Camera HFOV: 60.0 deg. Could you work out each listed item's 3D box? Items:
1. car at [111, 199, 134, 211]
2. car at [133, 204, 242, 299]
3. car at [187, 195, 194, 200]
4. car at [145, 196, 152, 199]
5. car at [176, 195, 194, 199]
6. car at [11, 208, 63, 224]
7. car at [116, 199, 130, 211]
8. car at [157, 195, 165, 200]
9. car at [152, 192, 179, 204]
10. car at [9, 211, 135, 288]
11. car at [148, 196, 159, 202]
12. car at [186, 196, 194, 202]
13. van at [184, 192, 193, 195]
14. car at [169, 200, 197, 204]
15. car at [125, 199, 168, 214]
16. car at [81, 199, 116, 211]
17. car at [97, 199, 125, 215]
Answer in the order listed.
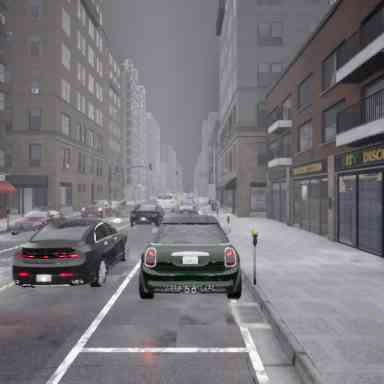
[{"bbox_3d":[-8.408,1.551,40.611,2.008,1.369,4.403,0,0,0],"label":"car"},{"bbox_3d":[-0.032,1.353,8.620,2.097,1.767,4.553,0,0,0],"label":"car"},{"bbox_3d":[-0.383,1.575,90.427,1.802,1.307,4.206,0,0,0],"label":"car"},{"bbox_3d":[-8.408,1.549,67.693,2.008,1.369,4.403,0,0,0],"label":"car"},{"bbox_3d":[-0.383,1.440,35.101,1.967,1.590,4.097,0,0,0],"label":"car"},{"bbox_3d":[-8.408,1.582,18.538,1.802,1.307,4.206,0,0,0],"label":"car"},{"bbox_3d":[-5.860,1.525,31.049,1.812,1.442,4.674,0,0,0],"label":"car"},{"bbox_3d":[-8.408,1.519,90.251,1.752,1.417,4.829,0,0,0],"label":"car"},{"bbox_3d":[-2.939,1.221,38.162,2.150,2.045,5.566,0,0,0],"label":"car"},{"bbox_3d":[-3.021,1.505,9.226,1.837,1.490,4.892,0,0,0],"label":"car"},{"bbox_3d":[-8.408,1.543,73.374,1.887,1.381,4.507,0,0,0],"label":"car"},{"bbox_3d":[-0.383,1.579,79.064,1.802,1.307,4.206,0,0,0],"label":"car"},{"bbox_3d":[-0.383,1.339,67.702,1.690,1.788,3.998,0,0,0],"label":"van"},{"bbox_3d":[-0.383,1.551,24.063,2.008,1.369,4.403,0,0,0],"label":"car"},{"bbox_3d":[-2.952,1.477,22.746,1.882,1.535,5.008,0,0,0],"label":"car"},{"bbox_3d":[-8.408,1.440,29.575,1.967,1.590,4.097,0,0,0],"label":"car"},{"bbox_3d":[-8.408,1.525,34.923,1.752,1.417,4.829,0,0,0],"label":"car"}]
